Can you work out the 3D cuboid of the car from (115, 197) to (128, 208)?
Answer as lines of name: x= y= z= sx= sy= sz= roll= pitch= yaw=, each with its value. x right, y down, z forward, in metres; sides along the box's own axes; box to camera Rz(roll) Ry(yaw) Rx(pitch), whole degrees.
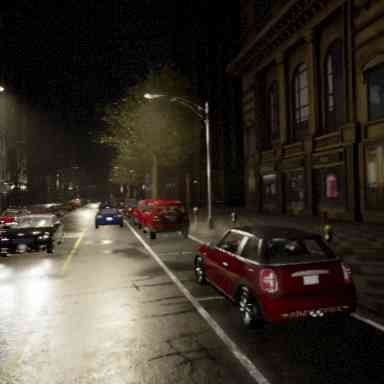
car: x=-13.119 y=1.955 z=61.594 sx=2.192 sy=1.841 sz=5.009 roll=-2 pitch=0 yaw=-15

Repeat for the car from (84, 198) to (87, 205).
car: x=-25.702 y=2.405 z=75.758 sx=2.192 sy=1.841 sz=5.009 roll=-2 pitch=0 yaw=-15

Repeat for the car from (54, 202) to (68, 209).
car: x=-15.555 y=2.163 z=37.614 sx=1.802 sy=1.307 sz=4.206 roll=-2 pitch=0 yaw=-15

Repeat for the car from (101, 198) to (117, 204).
car: x=-11.420 y=1.971 z=44.460 sx=1.882 sy=1.535 sz=5.008 roll=-2 pitch=0 yaw=-15

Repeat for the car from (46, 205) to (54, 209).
car: x=-12.659 y=1.998 z=26.715 sx=1.887 sy=1.381 sz=4.507 roll=-2 pitch=0 yaw=-15

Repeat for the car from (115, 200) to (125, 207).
car: x=-14.561 y=2.260 z=67.043 sx=1.887 sy=1.381 sz=4.507 roll=-2 pitch=0 yaw=-15

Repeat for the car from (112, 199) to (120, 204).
car: x=-20.354 y=2.605 z=88.842 sx=1.802 sy=1.307 sz=4.206 roll=-2 pitch=0 yaw=-15

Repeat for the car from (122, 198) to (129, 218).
car: x=-5.871 y=1.734 z=34.345 sx=1.967 sy=1.590 sz=4.097 roll=-2 pitch=0 yaw=-15

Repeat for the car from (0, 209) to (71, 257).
car: x=-6.695 y=1.725 z=14.290 sx=2.128 sy=1.511 sz=4.902 roll=-2 pitch=0 yaw=-15

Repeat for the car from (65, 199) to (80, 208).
car: x=-19.909 y=2.103 z=53.961 sx=2.192 sy=1.841 sz=5.009 roll=-2 pitch=0 yaw=-15

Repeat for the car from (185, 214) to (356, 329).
car: x=1.374 y=1.423 z=7.095 sx=1.967 sy=1.590 sz=4.097 roll=-1 pitch=0 yaw=-15

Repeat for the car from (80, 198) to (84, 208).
car: x=-22.806 y=2.253 z=64.860 sx=2.192 sy=1.841 sz=5.009 roll=-2 pitch=0 yaw=-15

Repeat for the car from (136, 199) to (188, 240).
car: x=-1.528 y=1.418 z=17.996 sx=2.192 sy=1.841 sz=5.009 roll=-2 pitch=0 yaw=-15

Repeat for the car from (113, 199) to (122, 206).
car: x=-17.457 y=2.433 z=77.942 sx=1.947 sy=1.339 sz=4.313 roll=-2 pitch=0 yaw=-15

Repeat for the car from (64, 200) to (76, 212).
car: x=-18.411 y=2.237 z=48.348 sx=1.752 sy=1.417 sz=4.829 roll=-2 pitch=0 yaw=-15

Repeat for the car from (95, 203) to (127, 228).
car: x=-6.180 y=1.827 z=24.740 sx=1.994 sy=1.385 sz=4.181 roll=-2 pitch=0 yaw=-15

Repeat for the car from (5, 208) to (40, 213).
car: x=-11.213 y=1.829 z=21.266 sx=1.967 sy=1.590 sz=4.097 roll=-2 pitch=0 yaw=-15

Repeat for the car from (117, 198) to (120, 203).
car: x=-10.215 y=2.073 z=50.694 sx=1.802 sy=1.307 sz=4.206 roll=-2 pitch=0 yaw=-15

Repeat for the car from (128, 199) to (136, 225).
car: x=-2.977 y=1.482 z=23.445 sx=2.192 sy=1.841 sz=5.009 roll=-2 pitch=0 yaw=-15

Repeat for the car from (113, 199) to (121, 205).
car: x=-18.951 y=2.472 z=83.557 sx=1.752 sy=1.417 sz=4.829 roll=-2 pitch=0 yaw=-15

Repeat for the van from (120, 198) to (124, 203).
van: x=-7.323 y=1.699 z=39.795 sx=1.690 sy=1.788 sz=3.998 roll=-2 pitch=0 yaw=-15
